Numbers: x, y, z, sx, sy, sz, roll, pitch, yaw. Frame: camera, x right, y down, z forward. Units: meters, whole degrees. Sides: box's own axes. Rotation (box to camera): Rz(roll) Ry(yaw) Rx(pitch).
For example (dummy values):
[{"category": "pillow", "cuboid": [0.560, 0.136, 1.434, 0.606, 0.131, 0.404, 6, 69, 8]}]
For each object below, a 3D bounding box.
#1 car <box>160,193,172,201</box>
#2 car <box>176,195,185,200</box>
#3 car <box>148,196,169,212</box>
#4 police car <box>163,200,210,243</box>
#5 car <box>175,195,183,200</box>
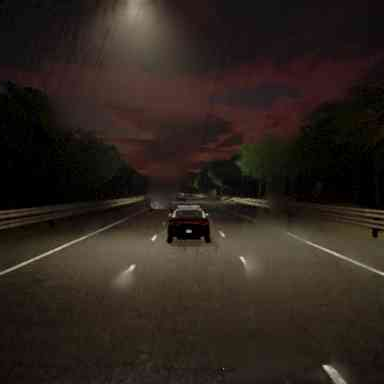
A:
[{"category": "car", "cuboid": [-5.203, 1.250, 66.736, 2.150, 2.045, 5.566, 0, 0, -3]}, {"category": "car", "cuboid": [-2.596, 1.568, 79.316, 2.033, 1.411, 5.357, 0, 0, -4]}, {"category": "car", "cuboid": [-4.041, 1.543, 39.810, 1.812, 1.442, 4.674, 0, 0, -2]}, {"category": "police car", "cuboid": [-0.159, 1.429, 16.405, 1.930, 1.638, 5.238, 0, 0, -1]}, {"category": "car", "cuboid": [-3.731, 1.513, 95.123, 1.882, 1.535, 5.008, 0, 0, -4]}]
